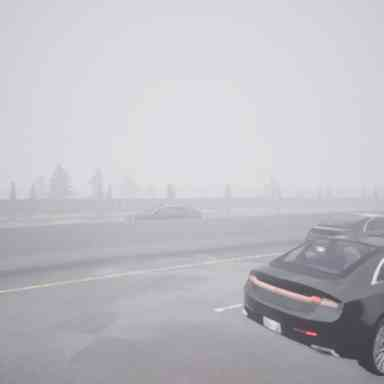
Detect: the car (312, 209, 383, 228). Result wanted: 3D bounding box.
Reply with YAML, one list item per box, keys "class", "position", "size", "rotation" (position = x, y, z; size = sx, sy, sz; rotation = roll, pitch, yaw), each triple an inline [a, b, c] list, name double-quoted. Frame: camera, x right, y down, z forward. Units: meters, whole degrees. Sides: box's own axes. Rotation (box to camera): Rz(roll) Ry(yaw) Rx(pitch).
- class: "car"
  position: [5.999, 1.481, 11.201]
  size: [4.892, 1.490, 1.837]
  rotation: [0, 0, -29]

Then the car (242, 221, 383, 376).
- class: "car"
  position: [3.081, 1.479, 5.517]
  size: [4.902, 1.511, 2.128]
  rotation: [0, 0, -32]

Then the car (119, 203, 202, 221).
- class: "car"
  position: [-1.723, 1.415, 19.127]
  size: [4.902, 1.511, 2.128]
  rotation: [0, 0, -29]
